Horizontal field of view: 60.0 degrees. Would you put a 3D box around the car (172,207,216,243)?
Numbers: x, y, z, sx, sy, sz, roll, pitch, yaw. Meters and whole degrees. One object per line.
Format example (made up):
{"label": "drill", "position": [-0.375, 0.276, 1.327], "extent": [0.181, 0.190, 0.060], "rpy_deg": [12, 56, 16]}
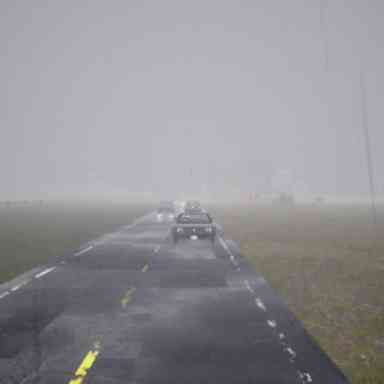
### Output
{"label": "car", "position": [0.096, 1.622, 16.178], "extent": [1.895, 1.301, 4.718], "rpy_deg": [0, 0, 0]}

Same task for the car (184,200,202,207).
{"label": "car", "position": [0.088, 1.618, 35.969], "extent": [2.033, 1.411, 5.357], "rpy_deg": [0, 0, 0]}

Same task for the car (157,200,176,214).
{"label": "car", "position": [-2.784, 1.621, 36.979], "extent": [2.033, 1.411, 5.357], "rpy_deg": [0, 0, 0]}
